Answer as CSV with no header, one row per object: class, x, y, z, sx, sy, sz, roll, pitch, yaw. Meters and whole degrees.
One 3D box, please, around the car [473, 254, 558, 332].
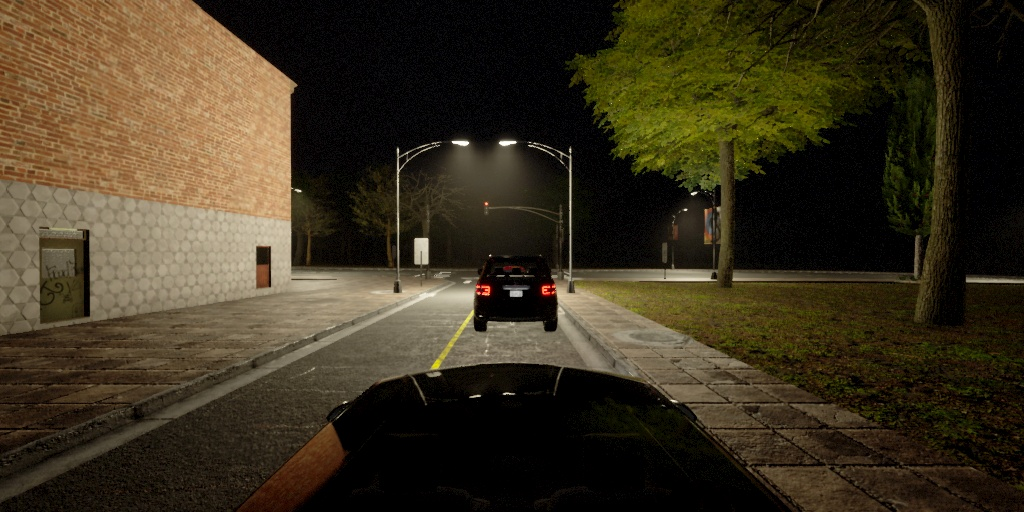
car,0.086,0.980,11.050,2.150,2.045,5.566,0,0,0
